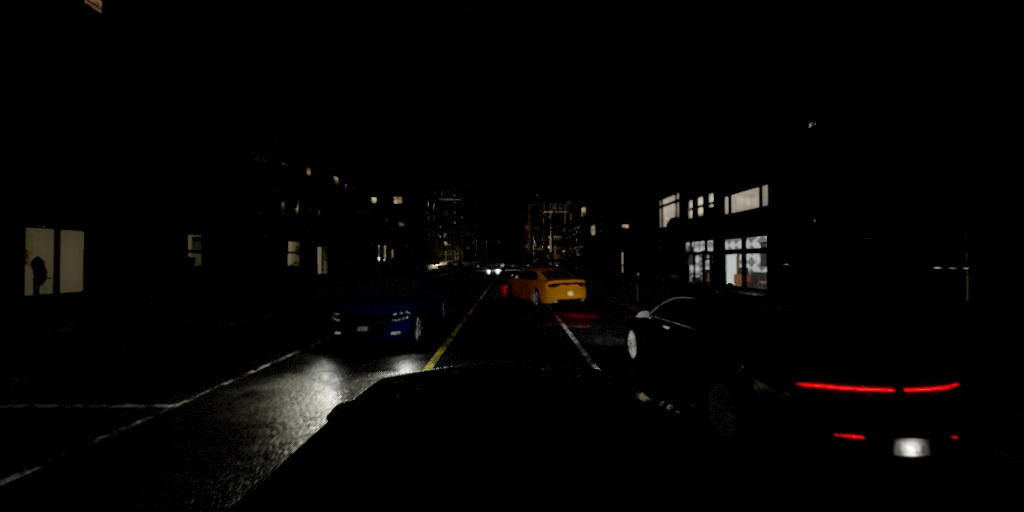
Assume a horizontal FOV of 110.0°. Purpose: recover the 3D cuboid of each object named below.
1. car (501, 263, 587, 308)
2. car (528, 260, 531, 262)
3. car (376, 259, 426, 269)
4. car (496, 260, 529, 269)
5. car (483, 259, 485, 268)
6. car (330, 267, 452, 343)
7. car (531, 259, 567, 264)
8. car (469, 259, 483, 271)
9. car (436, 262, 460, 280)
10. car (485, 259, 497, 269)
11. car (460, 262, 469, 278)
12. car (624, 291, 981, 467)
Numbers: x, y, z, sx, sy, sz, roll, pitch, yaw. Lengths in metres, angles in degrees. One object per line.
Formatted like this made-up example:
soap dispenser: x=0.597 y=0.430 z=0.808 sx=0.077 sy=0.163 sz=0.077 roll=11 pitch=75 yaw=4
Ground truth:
car: x=1.327 y=1.259 z=15.730 sx=1.882 sy=1.535 sz=5.008 roll=-1 pitch=0 yaw=-20
car: x=2.685 y=1.395 z=35.143 sx=1.948 sy=1.339 sz=4.313 roll=0 pitch=0 yaw=0
car: x=-5.693 y=1.103 z=18.544 sx=2.192 sy=1.841 sz=5.009 roll=0 pitch=0 yaw=0
car: x=0.063 y=1.309 z=29.990 sx=2.128 sy=1.511 sz=4.902 roll=0 pitch=0 yaw=0
car: x=-5.825 y=1.458 z=64.452 sx=2.007 sy=1.370 sz=4.403 roll=0 pitch=0 yaw=0
car: x=-3.101 y=1.246 z=9.935 sx=1.882 sy=1.535 sz=5.008 roll=0 pitch=0 yaw=0
car: x=2.687 y=1.117 z=24.077 sx=2.192 sy=1.841 sz=5.009 roll=0 pitch=0 yaw=0
car: x=-5.769 y=1.402 z=53.217 sx=1.751 sy=1.417 sz=4.829 roll=0 pitch=0 yaw=0
car: x=-5.695 y=1.398 z=29.610 sx=1.802 sy=1.307 sz=4.207 roll=0 pitch=0 yaw=0
car: x=-3.023 y=1.495 z=59.621 sx=1.895 sy=1.301 sz=4.718 roll=0 pitch=0 yaw=0
car: x=-5.695 y=1.270 z=35.143 sx=1.967 sy=1.591 sz=4.097 roll=0 pitch=0 yaw=0
car: x=3.145 y=1.262 z=5.246 sx=1.837 sy=1.490 sz=4.892 roll=0 pitch=0 yaw=0
